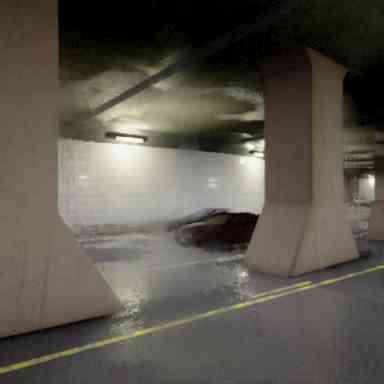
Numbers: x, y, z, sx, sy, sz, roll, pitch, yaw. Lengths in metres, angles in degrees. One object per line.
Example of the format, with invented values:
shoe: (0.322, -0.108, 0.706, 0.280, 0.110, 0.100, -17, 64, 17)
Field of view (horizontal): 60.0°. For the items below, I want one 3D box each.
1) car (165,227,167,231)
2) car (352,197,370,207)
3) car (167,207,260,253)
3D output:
car: (1.216, 1.549, 17.941, 5.357, 1.411, 2.033, 0, 0, -38)
car: (26.608, 1.531, 52.422, 1.812, 1.442, 4.674, 0, 0, 15)
car: (1.502, 1.527, 13.822, 4.674, 1.442, 1.812, 0, 0, -38)
